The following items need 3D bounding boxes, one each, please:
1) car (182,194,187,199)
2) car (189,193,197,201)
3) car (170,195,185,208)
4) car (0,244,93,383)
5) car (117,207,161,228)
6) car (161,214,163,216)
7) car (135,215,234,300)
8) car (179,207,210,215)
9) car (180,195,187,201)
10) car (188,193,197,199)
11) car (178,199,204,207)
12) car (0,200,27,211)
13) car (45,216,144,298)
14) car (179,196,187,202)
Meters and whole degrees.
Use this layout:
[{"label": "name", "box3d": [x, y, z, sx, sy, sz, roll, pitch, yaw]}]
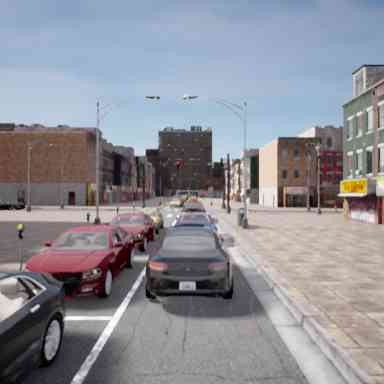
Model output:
[{"label": "car", "box3d": [-2.463, 1.462, 56.966, 2.192, 1.841, 5.009, 0, 0, 0]}, {"label": "car", "box3d": [0.277, 1.360, 92.047, 2.150, 2.045, 5.566, 0, 0, 0]}, {"label": "car", "box3d": [-2.480, 1.651, 51.352, 1.752, 1.417, 4.829, 0, 0, 0]}, {"label": "car", "box3d": [-2.624, 1.555, 3.082, 2.008, 1.369, 4.403, 0, 0, 0]}, {"label": "car", "box3d": [-2.592, 1.565, 14.071, 1.887, 1.381, 4.507, 0, 0, 0]}, {"label": "car", "box3d": [-2.576, 1.557, 19.394, 1.752, 1.417, 4.829, 0, 0, 0]}, {"label": "car", "box3d": [-0.031, 1.537, 8.318, 1.812, 1.442, 4.674, 0, 0, 1]}, {"label": "car", "box3d": [0.141, 1.625, 15.803, 1.895, 1.301, 4.718, 0, 0, 0]}, {"label": "car", "box3d": [-2.349, 1.756, 95.074, 1.967, 1.590, 4.097, 0, 0, 0]}, {"label": "car", "box3d": [0.247, 1.603, 81.983, 2.097, 1.767, 4.553, 0, 0, 0]}, {"label": "car", "box3d": [0.190, 1.553, 26.104, 1.837, 1.490, 4.892, 0, 0, 2]}, {"label": "car", "box3d": [-20.873, 1.527, 36.674, 4.718, 1.301, 1.895, 0, 0, 0]}, {"label": "car", "box3d": [-2.608, 1.556, 8.576, 1.887, 1.381, 4.507, 0, 0, 0]}, {"label": "car", "box3d": [-2.366, 1.836, 89.629, 1.887, 1.381, 4.507, 0, 0, 0]}]
